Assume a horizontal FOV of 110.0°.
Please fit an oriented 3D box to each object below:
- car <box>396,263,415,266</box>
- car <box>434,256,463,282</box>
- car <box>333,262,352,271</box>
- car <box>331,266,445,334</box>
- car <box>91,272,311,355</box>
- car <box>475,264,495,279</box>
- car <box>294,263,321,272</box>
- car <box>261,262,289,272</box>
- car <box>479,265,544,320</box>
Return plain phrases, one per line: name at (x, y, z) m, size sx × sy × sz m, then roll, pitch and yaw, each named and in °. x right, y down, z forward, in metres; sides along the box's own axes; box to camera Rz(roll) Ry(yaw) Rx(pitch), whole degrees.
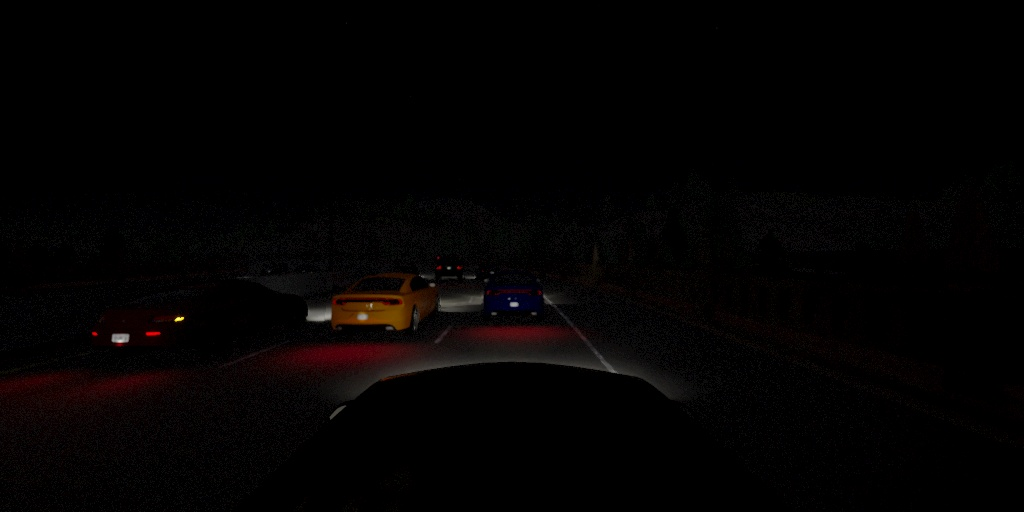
car at (-8.932, 1.297, 30.231) m, size 2.128 × 1.511 × 4.902 m, roll 0°, pitch 0°, yaw -11°
car at (-5.287, 1.024, 30.017) m, size 2.150 × 2.045 × 5.566 m, roll 0°, pitch 0°, yaw -10°
car at (-18.870, 1.380, 39.944) m, size 1.812 × 1.442 × 4.674 m, roll 0°, pitch 0°, yaw -19°
car at (-3.450, 1.238, 10.655) m, size 1.882 × 1.535 × 5.008 m, roll 0°, pitch 0°, yaw -1°
car at (-6.915, 1.284, 8.620) m, size 1.812 × 1.442 × 4.674 m, roll 0°, pitch 0°, yaw 0°
car at (-2.101, 1.367, 31.606) m, size 1.994 × 1.385 × 4.181 m, roll 0°, pitch 0°, yaw -11°
car at (-22.370, 1.424, 39.359) m, size 1.994 × 1.385 × 4.181 m, roll 0°, pitch 0°, yaw -19°
car at (-26.185, 1.363, 39.760) m, size 2.128 × 1.511 × 4.902 m, roll 0°, pitch 0°, yaw -20°
car at (0.005, 1.241, 12.772) m, size 1.882 × 1.535 × 5.008 m, roll 0°, pitch 0°, yaw -1°
